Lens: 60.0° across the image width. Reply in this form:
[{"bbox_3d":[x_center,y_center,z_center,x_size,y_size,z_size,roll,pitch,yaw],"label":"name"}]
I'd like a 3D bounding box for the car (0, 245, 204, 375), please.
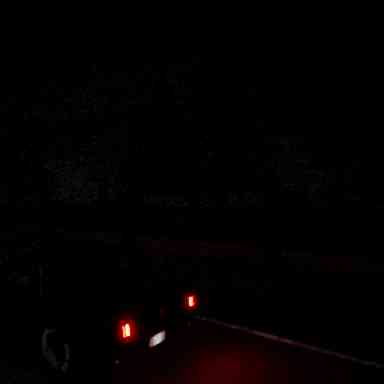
[{"bbox_3d":[-2.241,1.584,5.569,4.718,1.301,1.895,0,0,36],"label":"car"}]
